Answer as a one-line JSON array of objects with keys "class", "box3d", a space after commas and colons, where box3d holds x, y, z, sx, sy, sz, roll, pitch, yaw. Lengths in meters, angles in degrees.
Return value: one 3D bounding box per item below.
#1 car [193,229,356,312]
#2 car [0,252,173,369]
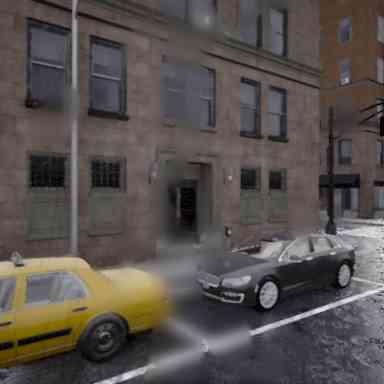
[{"class": "car", "box3d": [2.053, 1.571, 7.650, 4.403, 1.369, 2.008, 0, 0, -35]}, {"class": "car", "box3d": [-2.580, 1.526, 4.349, 4.829, 1.417, 1.752, 0, 0, -35]}]
